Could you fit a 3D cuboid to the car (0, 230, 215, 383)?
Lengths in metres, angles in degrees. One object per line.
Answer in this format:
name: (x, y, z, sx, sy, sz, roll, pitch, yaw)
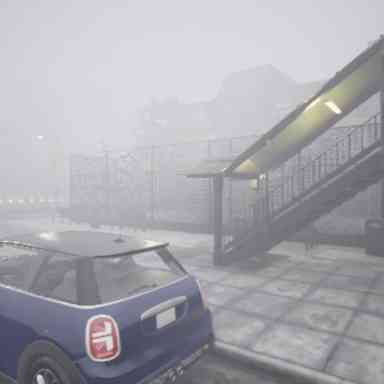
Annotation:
car: (-2.012, 1.340, 4.741, 4.553, 1.767, 2.185, 0, 0, 35)
